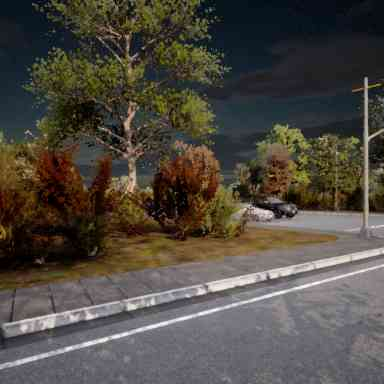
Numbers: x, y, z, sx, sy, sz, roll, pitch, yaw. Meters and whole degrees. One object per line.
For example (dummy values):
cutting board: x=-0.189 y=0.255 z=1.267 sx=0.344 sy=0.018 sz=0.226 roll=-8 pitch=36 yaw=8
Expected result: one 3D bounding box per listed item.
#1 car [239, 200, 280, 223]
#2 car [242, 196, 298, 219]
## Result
car: x=4.538 y=1.656 z=27.304 sx=1.812 sy=1.442 sz=4.674 roll=0 pitch=-1 yaw=-40
car: x=6.774 y=1.362 z=30.114 sx=2.150 sy=2.045 sz=5.566 roll=0 pitch=-1 yaw=-40
